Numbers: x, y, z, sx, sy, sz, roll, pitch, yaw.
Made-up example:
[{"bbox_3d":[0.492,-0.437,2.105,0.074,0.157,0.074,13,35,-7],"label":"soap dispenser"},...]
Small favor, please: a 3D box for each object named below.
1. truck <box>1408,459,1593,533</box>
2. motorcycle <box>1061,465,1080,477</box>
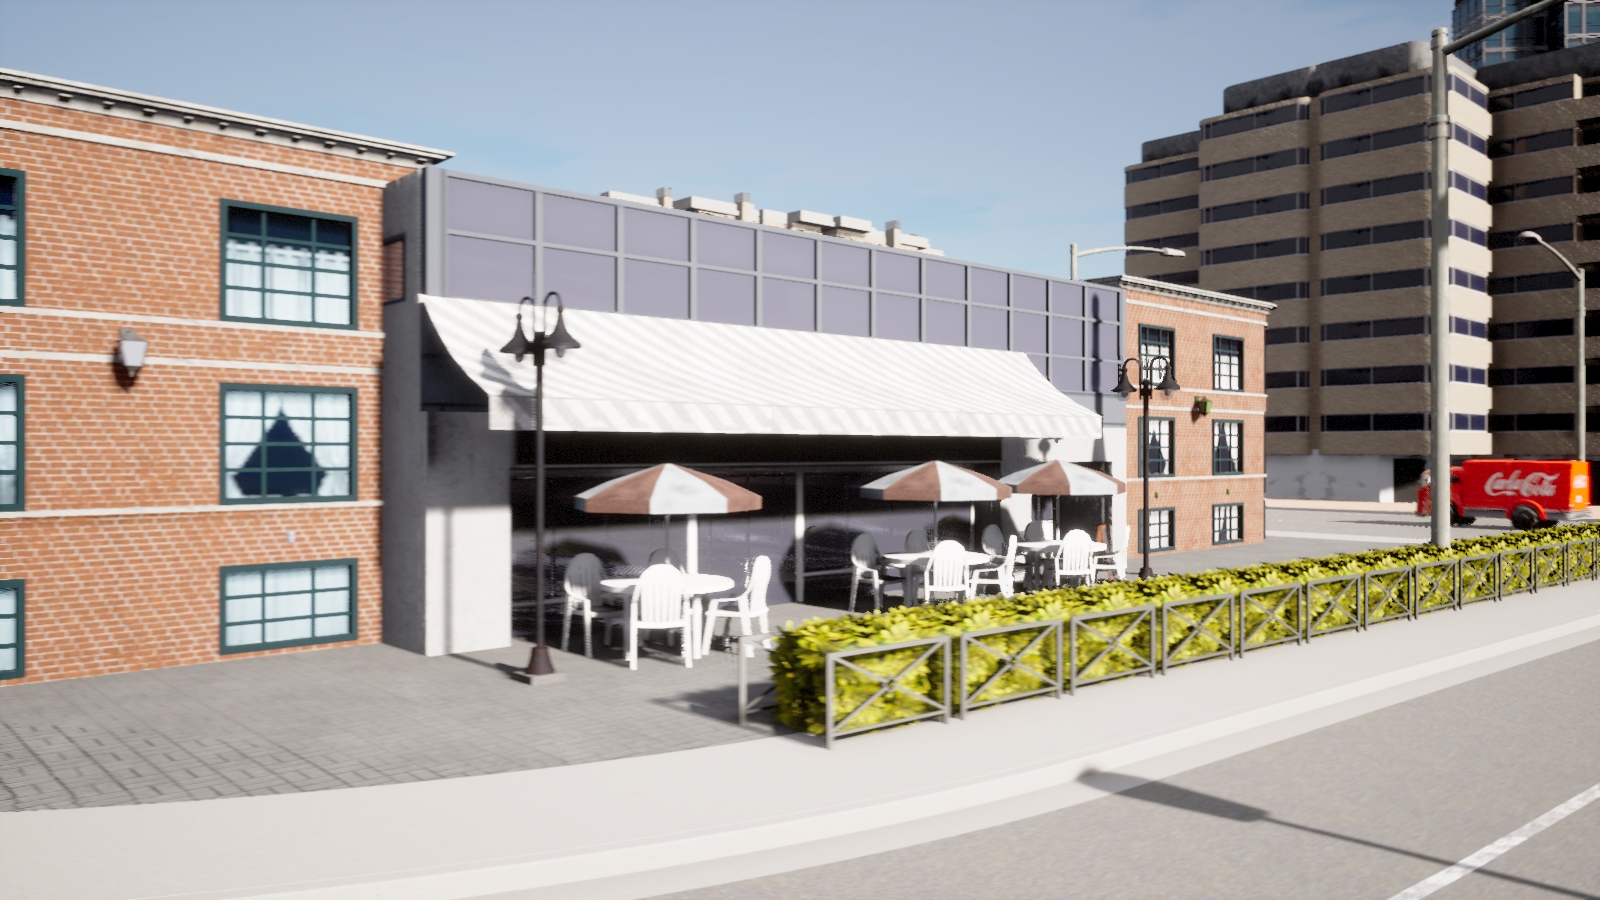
[{"bbox_3d":[25.358,1.596,41.515,2.627,2.467,5.204,0,0,-41],"label":"truck"},{"bbox_3d":[28.984,2.265,122.515,2.356,1.277,0.764,0,0,-41],"label":"motorcycle"}]
